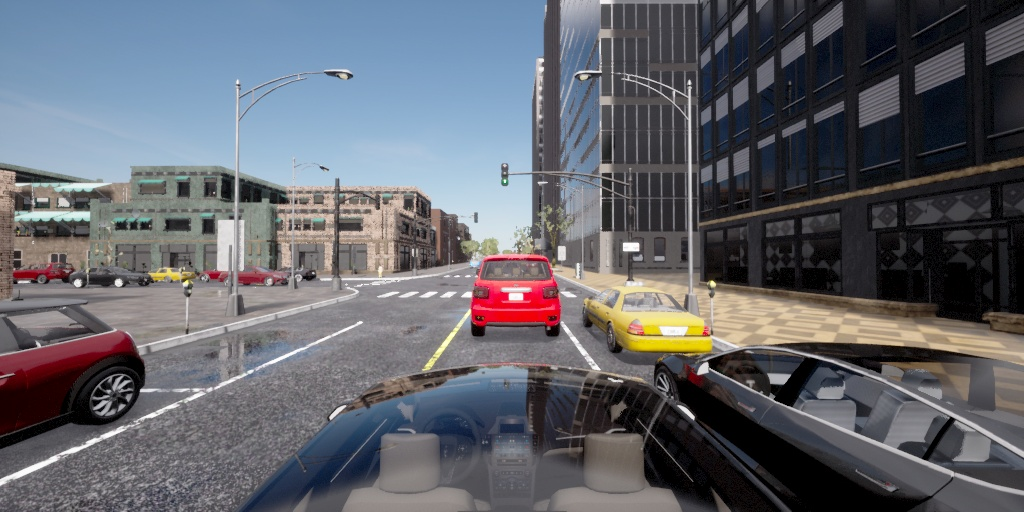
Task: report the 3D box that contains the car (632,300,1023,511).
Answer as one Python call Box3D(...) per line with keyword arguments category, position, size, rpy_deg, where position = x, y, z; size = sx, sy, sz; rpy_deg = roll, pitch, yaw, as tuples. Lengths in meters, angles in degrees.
Box3D(category="car", position=(2.656, 1.316, 2.776), size=(1.948, 1.339, 4.313), rpy_deg=(0, 0, 0))

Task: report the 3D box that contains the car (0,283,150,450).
Box3D(category="car", position=(-5.692, 1.190, 2.814), size=(1.967, 1.591, 4.097), rpy_deg=(0, 0, 0))

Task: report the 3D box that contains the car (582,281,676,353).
Box3D(category="car", position=(2.815, 1.277, 8.590), size=(1.751, 1.417, 4.829), rpy_deg=(0, 0, 0))

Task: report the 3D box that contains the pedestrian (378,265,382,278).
Box3D(category="pedestrian", position=(-12.608, 1.399, 34.327), size=(0.375, 1.300, 0.375), rpy_deg=(0, 0, 1))

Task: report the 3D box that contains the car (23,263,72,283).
Box3D(category="car", position=(-41.661, 1.522, 31.687), size=(5.009, 1.841, 2.192), rpy_deg=(0, 0, 1))

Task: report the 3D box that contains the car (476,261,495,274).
Box3D(category="car", position=(-3.183, 1.313, 43.972), size=(2.033, 1.411, 5.357), rpy_deg=(0, 0, 0))

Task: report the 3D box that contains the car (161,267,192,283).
Box3D(category="car", position=(-30.736, 1.627, 31.569), size=(4.829, 1.417, 1.751), rpy_deg=(0, 0, 1))

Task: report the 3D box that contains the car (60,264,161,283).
Box3D(category="car", position=(-28.714, 1.497, 25.768), size=(4.892, 1.490, 1.837), rpy_deg=(-1, -1, 1))

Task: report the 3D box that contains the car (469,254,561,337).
Box3D(category="car", position=(0.083, 0.975, 10.465), size=(2.150, 2.045, 5.566), rpy_deg=(0, 0, 0))

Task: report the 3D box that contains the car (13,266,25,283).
Box3D(category="car", position=(-39.350, 1.641, 25.890), size=(5.357, 1.411, 2.033), rpy_deg=(-1, -1, 1))

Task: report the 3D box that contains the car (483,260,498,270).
Box3D(category="car", position=(-3.196, 1.317, 54.160), size=(2.033, 1.411, 5.357), rpy_deg=(0, 0, 0))

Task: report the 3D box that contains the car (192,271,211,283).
Box3D(category="car", position=(-25.018, 1.489, 31.508), size=(4.097, 1.591, 1.967), rpy_deg=(0, 0, 1))

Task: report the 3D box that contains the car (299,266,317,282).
Box3D(category="car", position=(-19.470, 1.562, 31.448), size=(4.313, 1.339, 1.948), rpy_deg=(0, 0, 1))

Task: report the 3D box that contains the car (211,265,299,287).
Box3D(category="car", position=(-18.309, 1.419, 25.651), size=(4.674, 1.442, 1.812), rpy_deg=(-1, -1, 1))
